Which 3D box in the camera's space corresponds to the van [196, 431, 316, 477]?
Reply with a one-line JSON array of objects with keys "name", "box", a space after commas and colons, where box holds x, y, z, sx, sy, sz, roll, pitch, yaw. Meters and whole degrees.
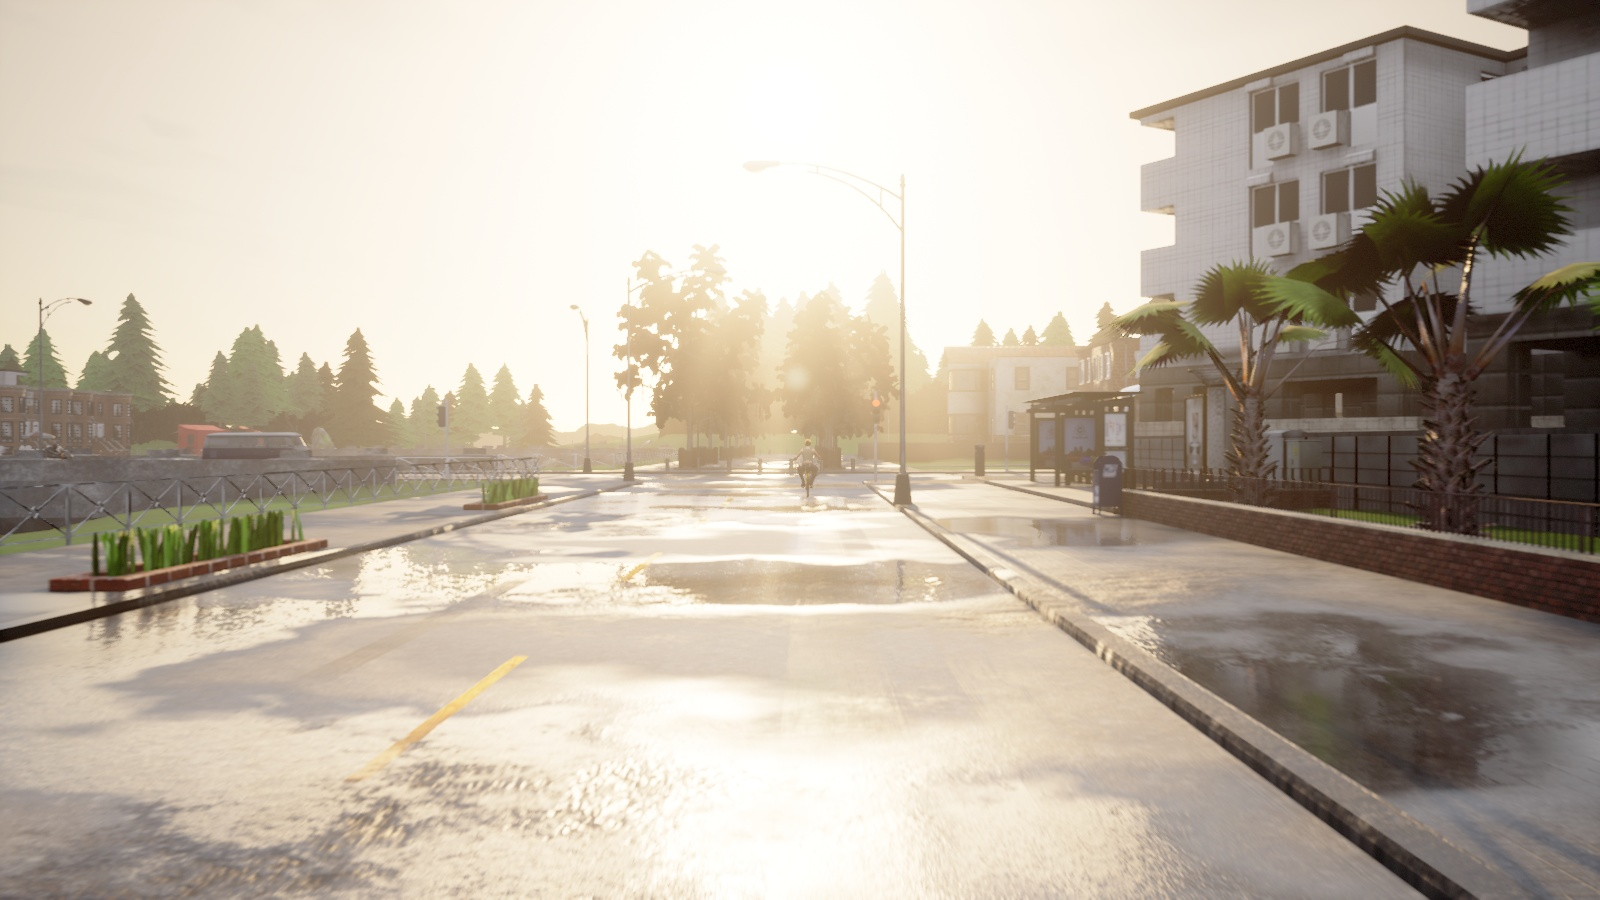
[{"name": "van", "box": [-23.581, 0.173, 54.511, 4.442, 1.987, 1.775, 0, 0, 0]}]

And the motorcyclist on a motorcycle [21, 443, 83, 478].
[{"name": "motorcyclist on a motorcycle", "box": [-32.492, 0.448, 54.559, 2.191, 1.530, 0.866, 0, 0, 0]}]

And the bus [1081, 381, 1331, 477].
[{"name": "bus", "box": [18.571, -0.942, 58.054, 10.273, 4.253, 3.944, 0, 0, 0]}]

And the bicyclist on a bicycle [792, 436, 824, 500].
[{"name": "bicyclist on a bicycle", "box": [0.216, 0.482, 34.832, 0.866, 1.612, 1.509, 0, 5, 0]}]
